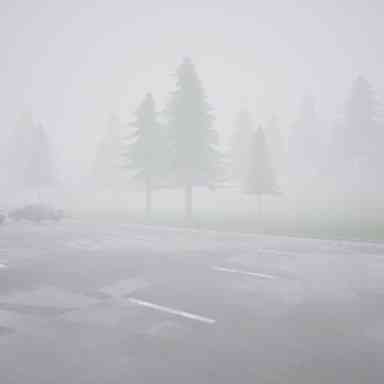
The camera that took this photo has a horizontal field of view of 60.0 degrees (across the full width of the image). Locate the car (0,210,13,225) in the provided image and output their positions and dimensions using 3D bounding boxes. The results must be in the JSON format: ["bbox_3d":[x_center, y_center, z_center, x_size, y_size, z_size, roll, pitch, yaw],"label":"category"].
[{"bbox_3d":[-14.612,1.534,22.922,4.674,1.442,1.812,0,0,36],"label":"car"}]

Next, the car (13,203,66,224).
[{"bbox_3d":[-11.763,1.555,25.178,5.357,1.411,2.033,0,0,36],"label":"car"}]
